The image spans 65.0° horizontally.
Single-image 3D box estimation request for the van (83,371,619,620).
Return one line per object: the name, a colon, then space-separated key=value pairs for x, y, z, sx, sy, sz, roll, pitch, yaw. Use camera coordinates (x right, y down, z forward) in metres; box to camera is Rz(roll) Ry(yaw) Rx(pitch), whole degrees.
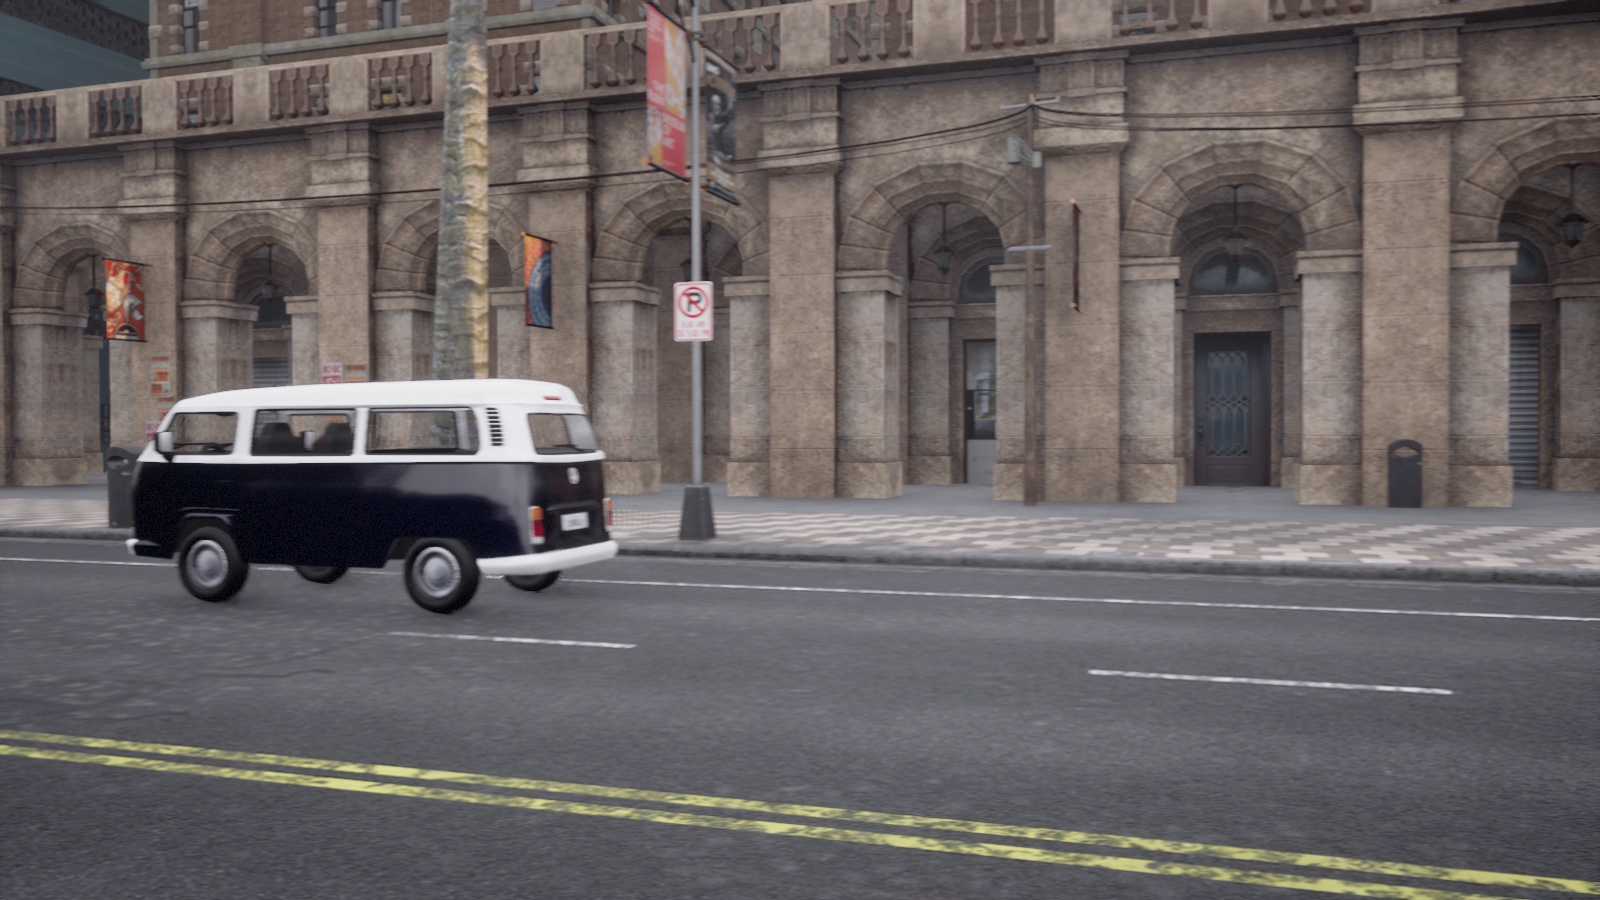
van: x=-4.213 y=0.342 z=11.955 sx=4.480 sy=2.038 sz=2.069 roll=1 pitch=1 yaw=18
